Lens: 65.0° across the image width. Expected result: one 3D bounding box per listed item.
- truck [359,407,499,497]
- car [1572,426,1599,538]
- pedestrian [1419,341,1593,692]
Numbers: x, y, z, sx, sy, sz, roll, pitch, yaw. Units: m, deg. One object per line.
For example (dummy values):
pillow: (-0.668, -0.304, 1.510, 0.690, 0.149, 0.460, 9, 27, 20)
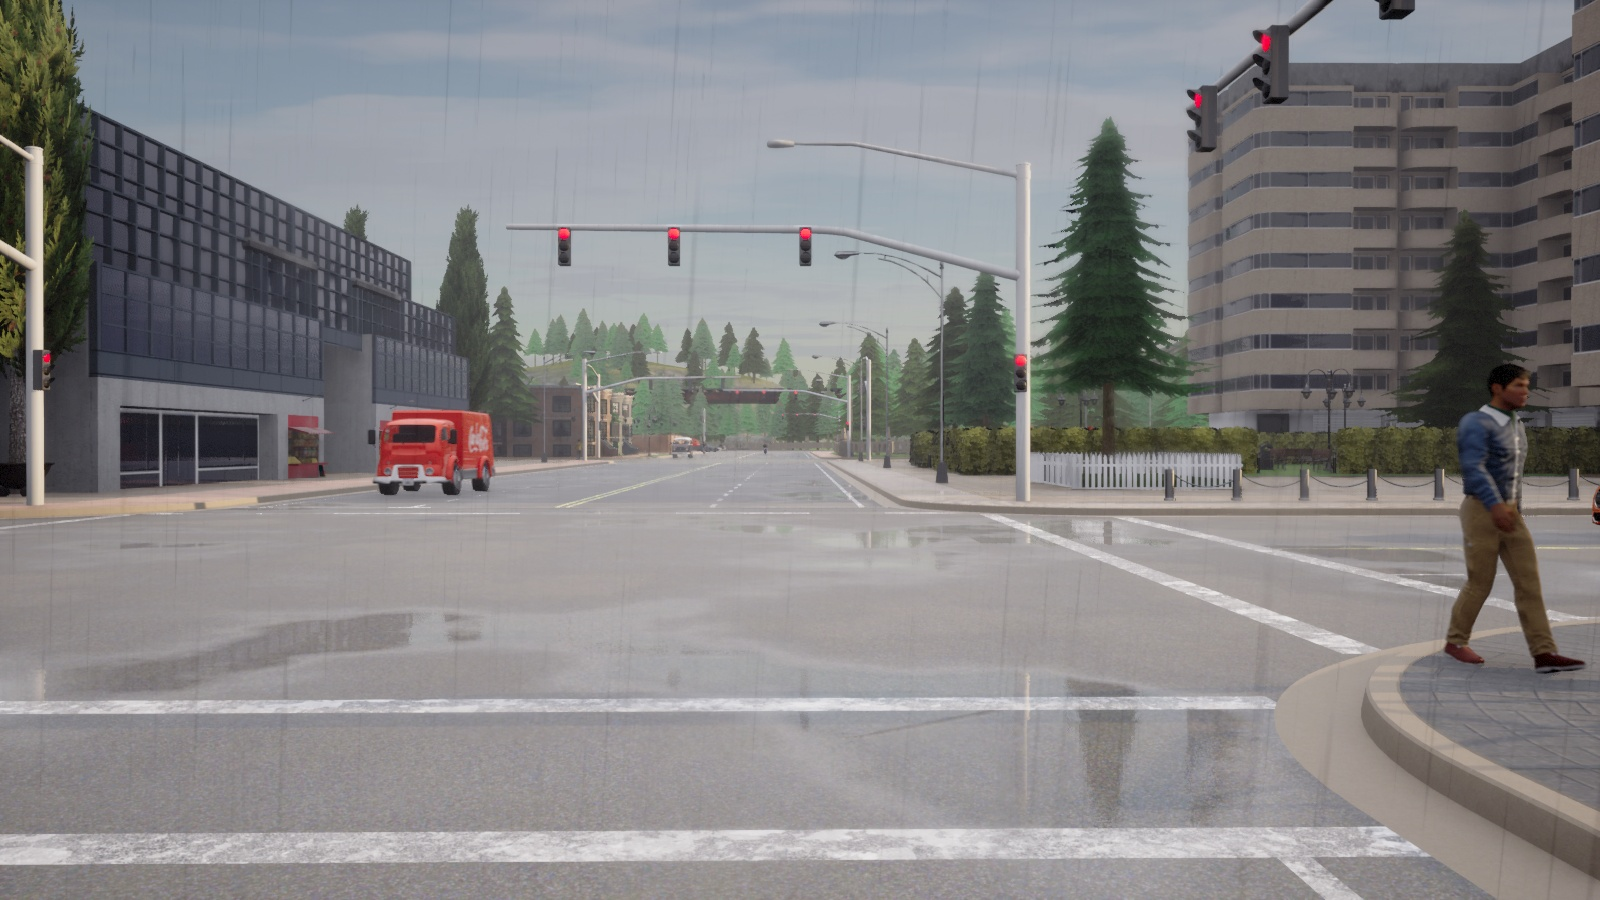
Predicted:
truck: (-10.870, 0.041, 37.288, 2.627, 2.467, 5.204, 0, 0, 0)
car: (14.889, 0.507, 19.479, 4.553, 1.767, 2.097, 0, 0, 0)
pedestrian: (4.141, 0.367, 7.402, 0.423, 1.949, 0.788, 0, 0, -25)
